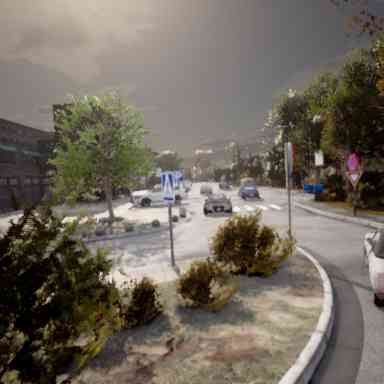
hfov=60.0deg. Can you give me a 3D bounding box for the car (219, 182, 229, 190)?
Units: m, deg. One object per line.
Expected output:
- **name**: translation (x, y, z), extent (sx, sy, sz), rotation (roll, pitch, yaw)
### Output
- **car**: translation (6.435, -1.337, 67.364), extent (2.128, 1.511, 4.902), rotation (-3, 2, 0)

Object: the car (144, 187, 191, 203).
- **car**: translation (-3.047, 0.309, 40.812), extent (5.366, 1.575, 1.946), rotation (-5, 2, -19)

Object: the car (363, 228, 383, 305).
- **car**: translation (4.808, 1.394, 7.129), extent (1.895, 1.301, 4.718), rotation (-2, 1, 26)

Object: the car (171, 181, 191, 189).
- **car**: translation (-2.793, -1.741, 85.737), extent (4.553, 1.767, 2.185), rotation (-5, 2, -19)

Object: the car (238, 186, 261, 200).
- **car**: translation (6.239, 0.037, 36.776), extent (1.812, 1.442, 4.674), rotation (-3, 3, 1)

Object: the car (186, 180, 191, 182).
- **car**: translation (-3.031, -0.596, 58.754), extent (4.553, 1.767, 2.185), rotation (-5, 3, -19)

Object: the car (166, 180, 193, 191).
- **car**: translation (-2.855, -1.495, 76.763), extent (5.566, 2.045, 2.435), rotation (-5, 2, -19)

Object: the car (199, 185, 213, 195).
- **car**: translation (2.134, -0.302, 49.532), extent (1.812, 1.442, 4.674), rotation (-3, 2, 1)

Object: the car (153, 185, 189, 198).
- **car**: translation (-3.139, -0.072, 49.749), extent (5.008, 1.535, 2.097), rotation (-5, 3, -19)

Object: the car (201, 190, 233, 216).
- **car**: translation (1.898, 0.864, 24.061), extent (1.994, 1.385, 4.181), rotation (-3, 3, 4)

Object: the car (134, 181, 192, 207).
- **car**: translation (-3.300, 0.343, 34.716), extent (5.566, 2.045, 2.435), rotation (-5, 3, -19)

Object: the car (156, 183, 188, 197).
- **car**: translation (-3.158, -0.327, 52.744), extent (4.553, 1.767, 2.185), rotation (-5, 2, -19)
